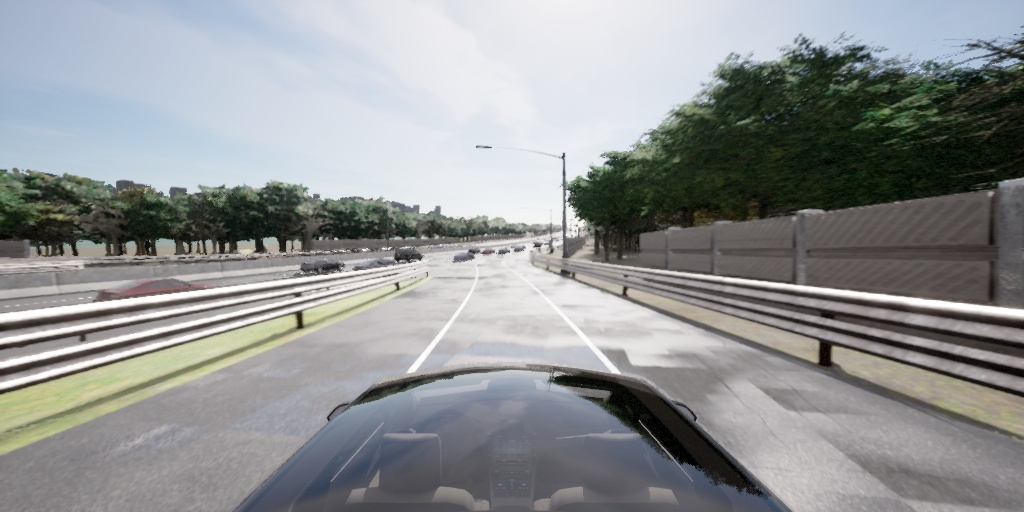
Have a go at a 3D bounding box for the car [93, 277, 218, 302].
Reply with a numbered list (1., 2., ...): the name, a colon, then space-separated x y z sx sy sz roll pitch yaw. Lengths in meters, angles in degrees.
1. car: -17.013 1.765 17.517 1.812 1.442 4.674 0 2 14

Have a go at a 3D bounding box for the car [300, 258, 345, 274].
1. car: -19.425 0.966 36.991 2.128 1.511 4.902 0 3 14

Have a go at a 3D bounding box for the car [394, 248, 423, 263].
1. car: -15.351 -0.113 53.295 2.150 2.045 5.566 0 3 14

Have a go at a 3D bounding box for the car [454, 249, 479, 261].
1. car: -7.387 0.034 56.250 2.033 1.411 5.357 0 3 14

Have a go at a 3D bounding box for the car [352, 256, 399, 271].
1. car: -13.005 1.115 33.795 1.812 1.442 4.674 0 3 14

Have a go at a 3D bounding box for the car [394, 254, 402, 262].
1. car: -14.868 0.830 40.819 1.994 1.385 4.181 0 3 14
